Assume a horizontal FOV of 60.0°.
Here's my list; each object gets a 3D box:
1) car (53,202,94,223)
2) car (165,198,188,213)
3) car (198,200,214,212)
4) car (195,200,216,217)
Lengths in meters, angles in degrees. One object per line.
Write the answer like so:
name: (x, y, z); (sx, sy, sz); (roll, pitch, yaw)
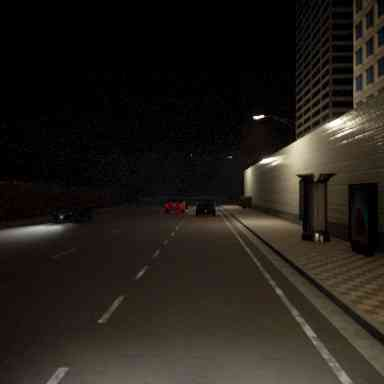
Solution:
car: (-9.564, 1.612, 27.103); (2.128, 1.511, 4.902); (0, 0, 3)
car: (-1.913, 1.527, 39.263); (2.097, 1.767, 4.553); (0, 0, 2)
car: (1.782, 1.759, 43.644); (1.994, 1.385, 4.181); (0, 0, 3)
car: (1.371, 1.627, 33.318); (1.882, 1.535, 5.008); (0, 0, 3)
